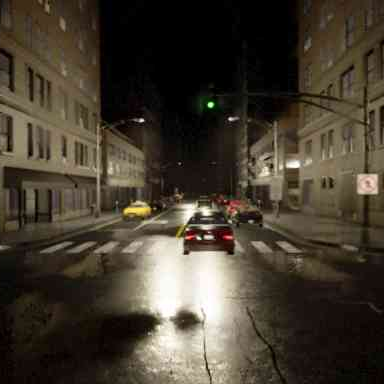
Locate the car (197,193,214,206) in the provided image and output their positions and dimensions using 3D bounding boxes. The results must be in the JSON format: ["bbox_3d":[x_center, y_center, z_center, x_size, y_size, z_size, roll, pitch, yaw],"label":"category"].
[{"bbox_3d":[1.733,1.303,44.995,2.128,1.511,4.902,0,0,2],"label":"car"}]

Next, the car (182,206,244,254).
[{"bbox_3d":[0.620,1.485,13.064,2.033,1.411,5.357,0,0,2],"label":"car"}]

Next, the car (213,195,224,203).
[{"bbox_3d":[4.831,1.290,60.960,1.947,1.339,4.313,0,0,2],"label":"car"}]

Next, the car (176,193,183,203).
[{"bbox_3d":[-3.190,1.221,61.235,1.967,1.590,4.097,0,0,2],"label":"car"}]

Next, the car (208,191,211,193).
[{"bbox_3d":[6.019,1.113,95.031,1.887,1.381,4.507,0,0,2],"label":"car"}]

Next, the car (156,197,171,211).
[{"bbox_3d":[-3.981,1.445,38.524,1.947,1.339,4.313,0,0,2],"label":"car"}]

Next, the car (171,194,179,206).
[{"bbox_3d":[-3.585,1.381,49.880,2.008,1.369,4.403,0,0,2],"label":"car"}]

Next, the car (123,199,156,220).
[{"bbox_3d":[-4.383,1.453,26.999,1.752,1.417,4.829,0,0,2],"label":"car"}]

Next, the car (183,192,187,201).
[{"bbox_3d":[-2.795,1.047,72.590,2.192,1.841,5.009,0,0,2],"label":"car"}]

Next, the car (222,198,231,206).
[{"bbox_3d":[3.643,1.452,26.891,1.802,1.307,4.206,0,0,2],"label":"car"}]

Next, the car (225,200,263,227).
[{"bbox_3d":[3.445,1.445,21.213,2.008,1.369,4.403,0,0,2],"label":"car"}]

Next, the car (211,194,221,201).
[{"bbox_3d":[5.227,1.241,72.317,1.947,1.339,4.313,0,0,2],"label":"car"}]

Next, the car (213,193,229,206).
[{"bbox_3d":[4.236,1.238,43.925,1.967,1.590,4.097,0,0,2],"label":"car"}]

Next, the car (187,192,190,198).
[{"bbox_3d":[-2.199,1.235,89.625,1.802,1.307,4.206,0,0,2],"label":"car"}]
